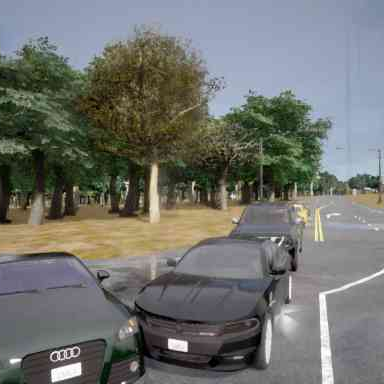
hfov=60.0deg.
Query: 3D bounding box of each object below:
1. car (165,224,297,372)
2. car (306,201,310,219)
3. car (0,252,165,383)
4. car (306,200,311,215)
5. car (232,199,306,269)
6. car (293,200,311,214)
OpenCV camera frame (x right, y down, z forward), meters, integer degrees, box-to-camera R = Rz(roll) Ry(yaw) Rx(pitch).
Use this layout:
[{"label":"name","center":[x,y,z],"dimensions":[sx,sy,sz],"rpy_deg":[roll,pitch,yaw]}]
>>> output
[{"label":"car","center":[0.743,1.613,6.240],"dimensions":[1.882,1.535,5.008],"rpy_deg":[-1,-2,21]},{"label":"car","center":[7.249,1.663,24.035],"dimensions":[1.882,1.535,5.008],"rpy_deg":[-1,0,21]},{"label":"car","center":[-2.303,1.643,4.944],"dimensions":[1.994,1.385,4.181],"rpy_deg":[1,-2,-33]},{"label":"car","center":[9.311,1.723,29.538],"dimensions":[1.812,1.442,4.674],"rpy_deg":[-1,0,21]},{"label":"car","center":[2.867,1.459,12.379],"dimensions":[2.150,2.045,5.566],"rpy_deg":[-2,0,21]},{"label":"car","center":[13.340,1.746,40.121],"dimensions":[1.812,1.442,4.674],"rpy_deg":[-1,0,21]}]
